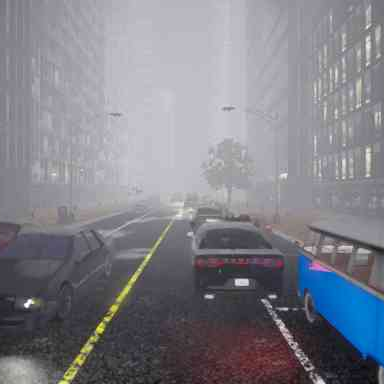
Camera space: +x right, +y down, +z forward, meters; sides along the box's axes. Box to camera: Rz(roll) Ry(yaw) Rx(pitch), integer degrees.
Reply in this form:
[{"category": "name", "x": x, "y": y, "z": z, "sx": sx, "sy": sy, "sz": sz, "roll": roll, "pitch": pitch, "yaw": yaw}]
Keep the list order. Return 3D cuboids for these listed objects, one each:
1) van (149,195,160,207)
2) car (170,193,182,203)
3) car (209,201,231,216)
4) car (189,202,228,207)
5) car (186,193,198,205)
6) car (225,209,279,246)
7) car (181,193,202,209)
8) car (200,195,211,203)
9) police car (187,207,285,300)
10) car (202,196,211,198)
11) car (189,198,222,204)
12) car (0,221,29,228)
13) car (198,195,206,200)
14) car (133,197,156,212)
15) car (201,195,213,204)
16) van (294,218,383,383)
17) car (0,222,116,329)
[{"category": "van", "x": -5.699, "y": 1.328, "z": 49.990, "sx": 1.690, "sy": 1.788, "sz": 3.998, "roll": 0, "pitch": 0, "yaw": 0}, {"category": "car", "x": -3.013, "y": 1.184, "z": 65.953, "sx": 2.150, "sy": 2.045, "sz": 5.566, "roll": 0, "pitch": 0, "yaw": 0}, {"category": "car", "x": 2.684, "y": 1.581, "z": 32.911, "sx": 1.802, "sy": 1.307, "sz": 4.206, "roll": 0, "pitch": 0, "yaw": 0}, {"category": "car", "x": 0.896, "y": 1.505, "z": 18.468, "sx": 1.837, "sy": 1.490, "sz": 4.892, "roll": 0, "pitch": 0, "yaw": 0}, {"category": "car", "x": -0.012, "y": 1.195, "z": 59.244, "sx": 2.150, "sy": 2.045, "sz": 5.566, "roll": 0, "pitch": 0, "yaw": 0}, {"category": "car", "x": 2.687, "y": 1.581, "z": 15.833, "sx": 1.802, "sy": 1.307, "sz": 4.206, "roll": 0, "pitch": 0, "yaw": 0}, {"category": "car", "x": 0.002, "y": 1.344, "z": 45.578, "sx": 2.097, "sy": 1.767, "sz": 4.553, "roll": 0, "pitch": 0, "yaw": 1}, {"category": "car", "x": 2.678, "y": 1.401, "z": 67.065, "sx": 1.967, "sy": 1.590, "sz": 4.097, "roll": 0, "pitch": 0, "yaw": 0}, {"category": "police car", "x": 0.899, "y": 1.425, "z": 8.578, "sx": 1.930, "sy": 1.638, "sz": 5.238, "roll": 0, "pitch": 0, "yaw": 0}, {"category": "car", "x": 2.682, "y": 1.544, "z": 44.296, "sx": 2.008, "sy": 1.369, "sz": 4.403, "roll": 0, "pitch": 0, "yaw": 0}, {"category": "car", "x": 0.895, "y": 1.455, "z": 24.658, "sx": 1.801, "sy": 1.575, "sz": 5.366, "roll": 0, "pitch": 0, "yaw": 0}, {"category": "car", "x": -5.692, "y": 1.582, "z": 10.142, "sx": 1.802, "sy": 1.307, "sz": 4.206, "roll": 0, "pitch": 0, "yaw": 0}, {"category": "car", "x": 2.674, "y": 1.462, "z": 89.836, "sx": 1.887, "sy": 1.381, "sz": 4.507, "roll": 0, "pitch": 0, "yaw": 0}, {"category": "car", "x": -5.698, "y": 1.548, "z": 38.605, "sx": 2.008, "sy": 1.369, "sz": 4.403, "roll": 0, "pitch": 0, "yaw": 0}, {"category": "car", "x": 2.679, "y": 1.410, "z": 61.373, "sx": 1.967, "sy": 1.590, "sz": 4.097, "roll": 0, "pitch": 0, "yaw": 0}, {"category": "van", "x": 2.690, "y": 1.341, "z": 4.449, "sx": 1.690, "sy": 1.788, "sz": 3.998, "roll": 0, "pitch": 0, "yaw": 0}, {"category": "car", "x": -3.102, "y": 1.547, "z": 7.449, "sx": 2.033, "sy": 1.411, "sz": 5.357, "roll": 0, "pitch": 0, "yaw": 0}]
